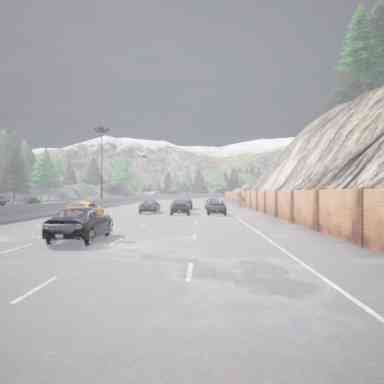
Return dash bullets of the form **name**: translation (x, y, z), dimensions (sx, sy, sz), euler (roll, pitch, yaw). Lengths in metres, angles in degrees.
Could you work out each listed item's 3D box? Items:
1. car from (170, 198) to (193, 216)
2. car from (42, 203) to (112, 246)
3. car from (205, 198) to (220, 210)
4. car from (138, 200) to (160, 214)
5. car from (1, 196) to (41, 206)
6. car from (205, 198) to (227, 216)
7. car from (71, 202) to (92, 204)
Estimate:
- **car**: translation (-1.115, 1.502, 33.042), dimensions (1.837, 1.490, 4.892), euler (0, 0, 1)
- **car**: translation (-5.063, 1.490, 15.291), dimensions (2.128, 1.511, 4.902), euler (0, 0, 1)
- **car**: translation (2.642, 1.523, 43.253), dimensions (1.812, 1.442, 4.674), euler (0, 0, 1)
- **car**: translation (-4.539, 1.545, 35.956), dimensions (2.033, 1.411, 5.357), euler (0, 0, 1)
- **car**: translation (-18.619, 1.352, 36.980), dimensions (2.097, 1.767, 4.553), euler (0, 0, 1)
- **car**: translation (2.381, 1.489, 32.808), dimensions (2.128, 1.511, 4.902), euler (0, 0, 1)
- **car**: translation (-8.306, 1.475, 25.524), dimensions (1.882, 1.535, 5.008), euler (0, 0, 1)
